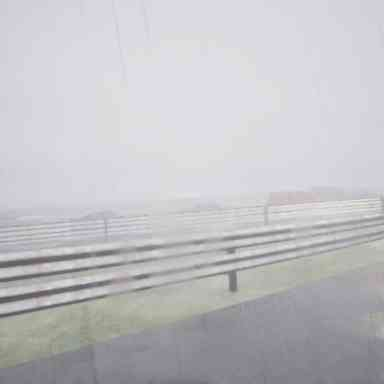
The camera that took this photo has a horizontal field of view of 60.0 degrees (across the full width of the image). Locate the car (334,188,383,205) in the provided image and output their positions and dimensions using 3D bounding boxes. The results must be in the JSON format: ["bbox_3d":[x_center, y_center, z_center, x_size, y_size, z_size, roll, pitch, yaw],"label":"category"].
[{"bbox_3d":[18.233,0.519,35.765,5.008,1.535,1.882,-3,2,-19],"label":"car"}]

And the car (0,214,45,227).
[{"bbox_3d":[-14.911,2.463,27.799,4.718,1.301,1.895,-3,2,-19],"label":"car"}]

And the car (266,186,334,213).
[{"bbox_3d":[9.071,0.871,28.822,5.566,2.045,2.150,-3,2,-19],"label":"car"}]

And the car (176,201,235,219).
[{"bbox_3d":[1.287,1.556,29.793,5.357,1.411,2.033,-3,2,-19],"label":"car"}]

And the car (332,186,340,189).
[{"bbox_3d":[16.156,0.283,38.741,5.566,2.045,2.150,-3,2,-19],"label":"car"}]

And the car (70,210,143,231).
[{"bbox_3d":[-6.018,2.010,23.509,5.008,1.535,1.882,-3,2,-19],"label":"car"}]
